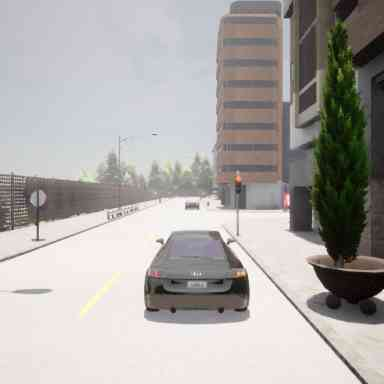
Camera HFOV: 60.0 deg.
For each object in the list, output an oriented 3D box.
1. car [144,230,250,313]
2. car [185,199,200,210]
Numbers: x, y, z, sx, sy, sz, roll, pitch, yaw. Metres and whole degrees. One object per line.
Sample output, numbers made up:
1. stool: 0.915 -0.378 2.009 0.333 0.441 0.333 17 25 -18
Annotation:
1. car: 0.085 1.564 7.730 1.994 1.385 4.181 0 0 0
2. car: 0.028 1.601 43.880 1.895 1.301 4.718 0 0 -1
